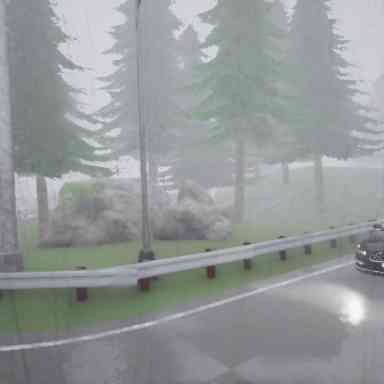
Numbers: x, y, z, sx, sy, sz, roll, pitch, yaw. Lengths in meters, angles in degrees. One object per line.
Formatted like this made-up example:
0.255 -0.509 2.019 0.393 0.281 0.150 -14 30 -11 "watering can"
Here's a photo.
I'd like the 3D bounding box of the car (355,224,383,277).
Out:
5.946 1.165 8.228 4.892 1.490 1.837 -3 2 -36 "car"
